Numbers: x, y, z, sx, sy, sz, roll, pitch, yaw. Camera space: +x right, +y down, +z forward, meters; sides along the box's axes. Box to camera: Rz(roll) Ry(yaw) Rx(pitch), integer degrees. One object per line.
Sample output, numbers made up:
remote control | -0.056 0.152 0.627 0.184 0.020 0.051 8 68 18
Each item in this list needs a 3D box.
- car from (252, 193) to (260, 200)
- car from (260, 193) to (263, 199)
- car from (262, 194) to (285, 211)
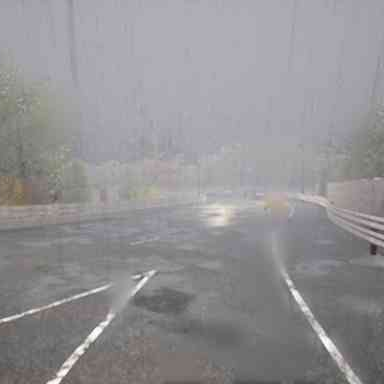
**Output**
car | 13.940 0.942 70.569 1.812 1.442 4.674 0 0 -2
car | 13.354 1.021 57.037 2.128 1.511 4.902 0 0 6
car | 9.107 1.174 36.464 1.882 1.535 5.008 0 1 17
